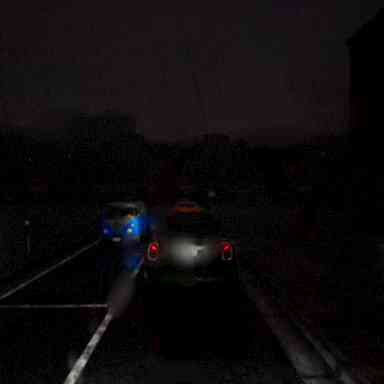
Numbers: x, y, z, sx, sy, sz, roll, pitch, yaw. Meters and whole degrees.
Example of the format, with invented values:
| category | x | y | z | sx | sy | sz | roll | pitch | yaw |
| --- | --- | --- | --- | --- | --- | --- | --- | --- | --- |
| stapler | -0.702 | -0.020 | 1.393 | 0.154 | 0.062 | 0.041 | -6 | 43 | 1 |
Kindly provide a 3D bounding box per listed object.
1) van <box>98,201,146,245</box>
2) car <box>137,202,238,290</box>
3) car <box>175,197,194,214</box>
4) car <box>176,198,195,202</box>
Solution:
| category | x | y | z | sx | sy | sz | roll | pitch | yaw |
| --- | --- | --- | --- | --- | --- | --- | --- | --- | --- |
| van | -2.965 | 1.304 | 14.937 | 1.690 | 1.788 | 3.998 | -1 | 0 | -1 |
| car | -0.083 | 1.327 | 9.170 | 2.097 | 1.767 | 4.553 | 0 | 0 | -1 |
| car | -0.756 | 1.396 | 35.948 | 1.882 | 1.535 | 5.008 | 0 | 0 | 0 |
| car | -0.429 | 1.420 | 24.117 | 1.882 | 1.535 | 5.008 | 0 | -1 | -2 |
